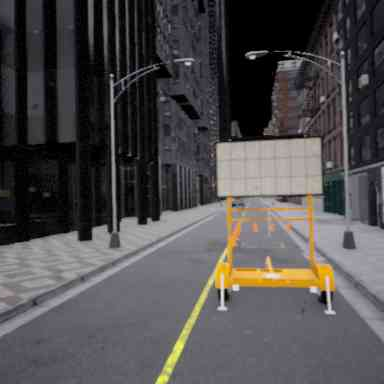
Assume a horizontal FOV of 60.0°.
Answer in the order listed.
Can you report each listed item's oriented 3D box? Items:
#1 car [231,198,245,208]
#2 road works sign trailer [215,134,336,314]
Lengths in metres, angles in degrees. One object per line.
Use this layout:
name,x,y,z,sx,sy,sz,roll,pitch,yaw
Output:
car,7.996,1.713,58.117,2.150,2.045,5.566,-2,-1,10
road works sign trailer,1.786,0.510,7.747,2.380,3.560,2.880,-2,-1,10
